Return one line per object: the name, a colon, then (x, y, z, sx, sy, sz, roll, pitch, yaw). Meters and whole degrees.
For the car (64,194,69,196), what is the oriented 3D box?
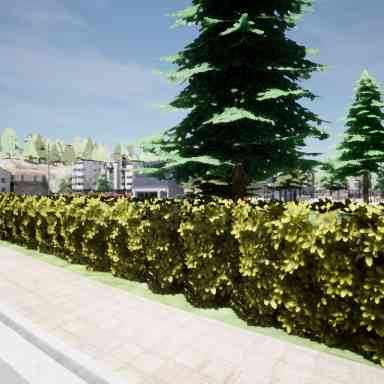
car: (-27.325, 1.154, 80.350, 2.152, 1.636, 5.027, 0, 0, 44)

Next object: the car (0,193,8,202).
car: (-41.761, 1.097, 70.170, 1.932, 1.855, 4.605, 0, 0, 44)

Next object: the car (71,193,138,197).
car: (-8.047, 1.221, 31.017, 2.150, 2.045, 5.566, 0, 0, 44)

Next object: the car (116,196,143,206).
car: (-10.041, 1.384, 53.291, 1.970, 1.475, 3.806, 0, 0, 44)

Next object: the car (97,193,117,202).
car: (-18.211, 1.077, 71.371, 1.905, 1.878, 3.866, 0, 0, 44)

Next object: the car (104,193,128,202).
car: (-15.852, 1.097, 69.626, 1.932, 1.855, 4.605, 0, 0, 44)
